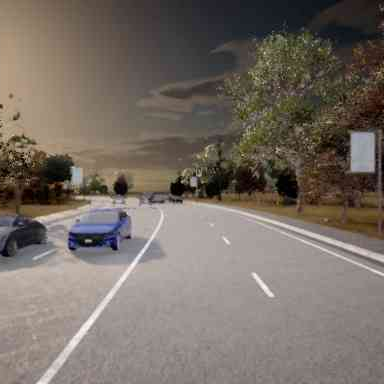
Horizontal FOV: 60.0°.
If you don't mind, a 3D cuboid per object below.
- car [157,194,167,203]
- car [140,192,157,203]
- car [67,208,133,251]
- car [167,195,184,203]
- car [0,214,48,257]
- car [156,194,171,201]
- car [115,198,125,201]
[{"bbox_3d":[-6.442,1.381,61.279,1.994,1.385,4.181,0,0,-16],"label":"car"},{"bbox_3d":[-6.476,1.121,46.038,2.128,1.511,4.902,0,0,-10],"label":"car"},{"bbox_3d":[-3.779,1.477,14.388,1.882,1.535,5.008,0,0,-2],"label":"car"},{"bbox_3d":[-3.039,1.418,62.096,1.895,1.301,4.718,0,0,-16],"label":"car"},{"bbox_3d":[-7.241,1.569,12.773,1.994,1.385,4.181,0,0,-1],"label":"car"},{"bbox_3d":[-6.171,1.203,71.889,2.128,1.511,4.902,0,0,-20],"label":"car"},{"bbox_3d":[-9.920,1.122,45.418,2.128,1.511,4.902,0,0,-10],"label":"car"}]
